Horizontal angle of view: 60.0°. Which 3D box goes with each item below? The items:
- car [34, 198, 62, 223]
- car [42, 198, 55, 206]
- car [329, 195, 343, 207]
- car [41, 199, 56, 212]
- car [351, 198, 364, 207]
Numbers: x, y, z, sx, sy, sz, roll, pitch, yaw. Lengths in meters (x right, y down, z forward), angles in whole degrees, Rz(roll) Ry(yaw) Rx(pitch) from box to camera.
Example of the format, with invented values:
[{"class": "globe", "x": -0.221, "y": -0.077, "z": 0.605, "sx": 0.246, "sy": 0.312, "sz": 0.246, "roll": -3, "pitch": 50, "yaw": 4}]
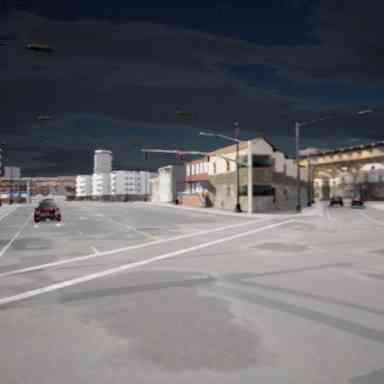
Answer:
[{"class": "car", "x": -12.745, "y": 1.721, "z": 29.485, "sx": 2.097, "sy": 1.767, "sz": 4.553, "roll": 0, "pitch": 0, "yaw": -23}, {"class": "car", "x": -25.569, "y": 1.734, "z": 59.452, "sx": 2.033, "sy": 1.411, "sz": 5.357, "roll": 0, "pitch": 0, "yaw": -23}, {"class": "car", "x": 27.170, "y": 1.672, "z": 62.510, "sx": 2.150, "sy": 2.045, "sz": 5.566, "roll": -1, "pitch": -1, "yaw": 22}, {"class": "car", "x": -19.335, "y": 1.757, "z": 44.808, "sx": 1.837, "sy": 1.490, "sz": 4.892, "roll": 0, "pitch": 1, "yaw": -23}, {"class": "car", "x": 30.417, "y": 1.863, "z": 61.194, "sx": 1.882, "sy": 1.535, "sz": 5.008, "roll": -1, "pitch": -1, "yaw": 22}]
